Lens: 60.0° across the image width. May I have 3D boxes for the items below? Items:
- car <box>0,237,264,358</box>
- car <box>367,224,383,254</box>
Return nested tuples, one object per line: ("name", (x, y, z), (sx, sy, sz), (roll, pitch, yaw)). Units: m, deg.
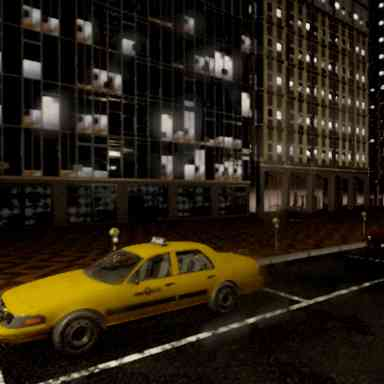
("car", (-0.816, 1.532, 5.984), (4.829, 1.417, 1.752), (0, 0, -35))
("car", (8.324, 1.576, 12.501), (4.507, 1.381, 1.887), (0, 0, -35))
